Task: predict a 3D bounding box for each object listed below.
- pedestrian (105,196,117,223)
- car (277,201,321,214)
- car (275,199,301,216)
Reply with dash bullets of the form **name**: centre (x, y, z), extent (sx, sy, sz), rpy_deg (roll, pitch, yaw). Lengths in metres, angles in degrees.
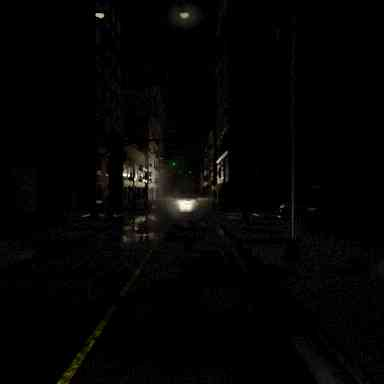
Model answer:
- **pedestrian**: centre (-5.339, 1.130, 21.777), extent (0.375, 1.860, 0.375), rpy_deg (0, 0, 0)
- **car**: centre (11.507, 1.665, 36.042), extent (4.206, 1.307, 1.802), rpy_deg (1, 0, 0)
- **car**: centre (10.751, 1.445, 33.467), extent (4.553, 1.767, 2.097), rpy_deg (1, 0, 0)
